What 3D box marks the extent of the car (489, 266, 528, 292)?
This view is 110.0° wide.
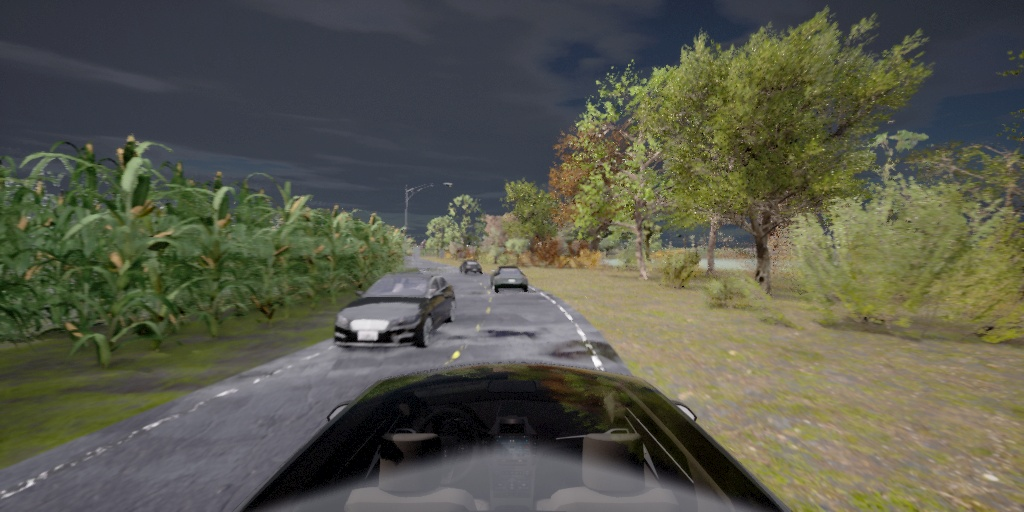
[{"bbox_3d":[-0.260,1.292,21.256,1.994,1.385,4.181,0,0,-7],"label":"car"}]

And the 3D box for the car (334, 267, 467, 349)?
[{"bbox_3d":[-2.641,1.204,9.151,2.128,1.511,4.902,1,1,1],"label":"car"}]

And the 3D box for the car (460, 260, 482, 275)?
[{"bbox_3d":[-4.368,1.179,37.749,1.812,1.442,4.674,0,0,-17],"label":"car"}]
